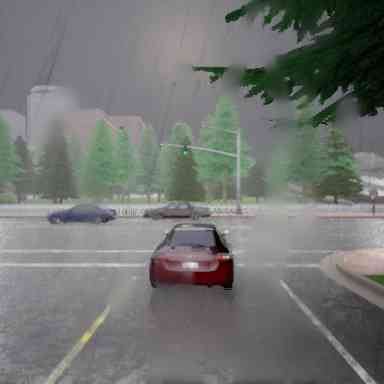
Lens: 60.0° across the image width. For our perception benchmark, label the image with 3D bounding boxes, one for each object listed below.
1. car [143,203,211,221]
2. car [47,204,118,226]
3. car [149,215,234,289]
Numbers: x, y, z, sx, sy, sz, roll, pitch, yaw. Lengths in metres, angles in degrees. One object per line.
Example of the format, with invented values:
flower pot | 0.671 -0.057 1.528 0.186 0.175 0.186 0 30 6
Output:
car | -1.140 1.551 26.450 5.357 1.411 2.033 0 0 1
car | -7.520 1.536 22.993 4.674 1.442 1.812 0 0 0
car | 0.108 1.553 9.214 1.994 1.385 4.181 0 0 4
